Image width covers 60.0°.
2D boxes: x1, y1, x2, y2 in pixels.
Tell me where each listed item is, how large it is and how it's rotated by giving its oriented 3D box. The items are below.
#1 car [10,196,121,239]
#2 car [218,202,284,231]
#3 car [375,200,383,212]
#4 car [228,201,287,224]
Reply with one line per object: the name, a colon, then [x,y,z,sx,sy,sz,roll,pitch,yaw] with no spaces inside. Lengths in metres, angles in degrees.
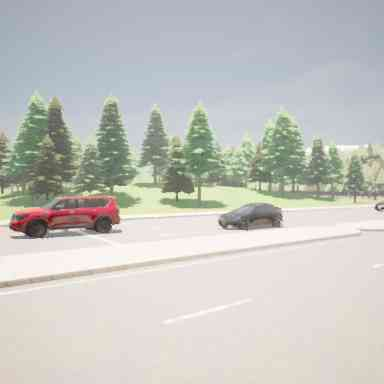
car: [-6.578,1.224,17.798,5.566,2.045,2.150,0,0,-35]
car: [3.775,1.533,20.855,4.674,1.442,1.812,0,0,-35]
car: [22.954,1.513,38.305,4.902,1.511,2.128,0,0,-34]
car: [5.210,1.537,26.131,4.674,1.442,1.812,-1,0,-35]
